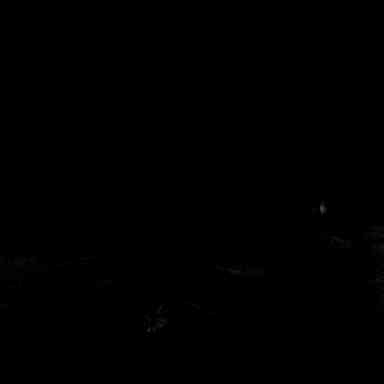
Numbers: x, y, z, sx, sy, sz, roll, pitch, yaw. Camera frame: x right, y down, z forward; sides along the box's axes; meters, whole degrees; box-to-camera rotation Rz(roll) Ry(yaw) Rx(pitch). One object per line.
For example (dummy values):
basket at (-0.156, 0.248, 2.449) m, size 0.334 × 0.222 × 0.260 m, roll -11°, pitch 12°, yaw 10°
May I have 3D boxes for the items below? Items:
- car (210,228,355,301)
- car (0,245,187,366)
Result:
car at (2.392, 1.582, 8.246) m, size 4.206 × 1.307 × 1.802 m, roll 0°, pitch 0°, yaw -36°
car at (-2.086, 1.566, 5.049) m, size 4.313 × 1.339 × 1.947 m, roll 0°, pitch 0°, yaw -36°
